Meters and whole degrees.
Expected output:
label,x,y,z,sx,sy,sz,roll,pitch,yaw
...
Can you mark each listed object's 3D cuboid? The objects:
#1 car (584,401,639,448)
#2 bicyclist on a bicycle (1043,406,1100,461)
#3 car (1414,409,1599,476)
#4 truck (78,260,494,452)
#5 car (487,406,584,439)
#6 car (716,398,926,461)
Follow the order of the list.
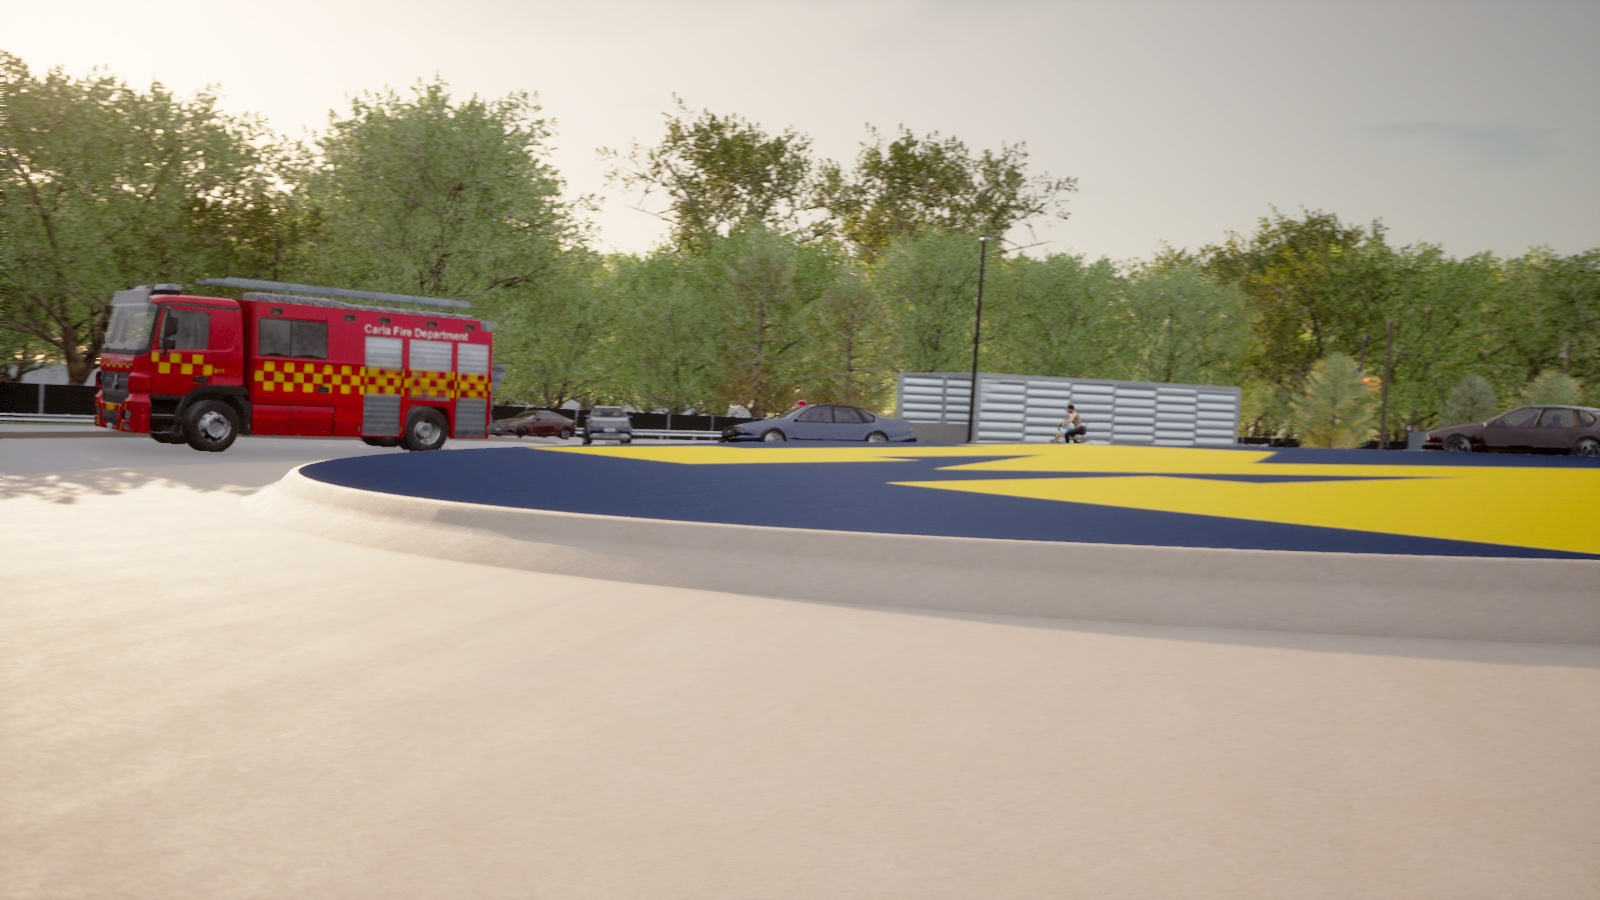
label,x,y,z,sx,sy,sz,roll,pitch,yaw
car,-7.058,-0.911,46.700,1.789,1.549,3.705,1,-2,-12
bicyclist on a bicycle,8.197,-0.495,37.925,1.509,1.612,0.866,0,2,26
car,17.431,-0.176,29.171,2.033,1.411,5.357,3,0,-31
truck,-11.819,-2.018,29.624,8.468,3.827,2.891,1,4,-44
car,-13.185,-1.358,62.818,1.812,1.442,4.674,4,3,35
car,0.582,-0.518,34.374,5.357,1.411,2.033,2,-4,-21
